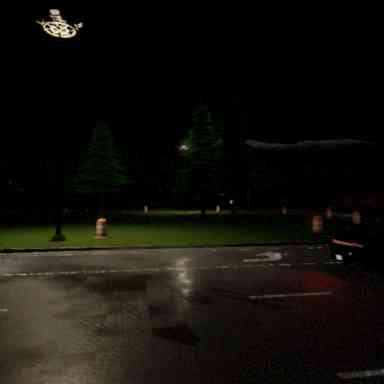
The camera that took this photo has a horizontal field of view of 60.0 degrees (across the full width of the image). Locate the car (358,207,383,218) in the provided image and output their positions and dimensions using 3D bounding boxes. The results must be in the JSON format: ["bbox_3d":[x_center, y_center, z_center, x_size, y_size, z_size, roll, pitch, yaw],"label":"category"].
[{"bbox_3d":[22.783,2.518,41.184,1.895,1.301,4.718,0,-1,-9],"label":"car"}]

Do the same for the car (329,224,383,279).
[{"bbox_3d":[6.742,1.721,10.266,4.902,1.511,2.128,0,-1,-9],"label":"car"}]
